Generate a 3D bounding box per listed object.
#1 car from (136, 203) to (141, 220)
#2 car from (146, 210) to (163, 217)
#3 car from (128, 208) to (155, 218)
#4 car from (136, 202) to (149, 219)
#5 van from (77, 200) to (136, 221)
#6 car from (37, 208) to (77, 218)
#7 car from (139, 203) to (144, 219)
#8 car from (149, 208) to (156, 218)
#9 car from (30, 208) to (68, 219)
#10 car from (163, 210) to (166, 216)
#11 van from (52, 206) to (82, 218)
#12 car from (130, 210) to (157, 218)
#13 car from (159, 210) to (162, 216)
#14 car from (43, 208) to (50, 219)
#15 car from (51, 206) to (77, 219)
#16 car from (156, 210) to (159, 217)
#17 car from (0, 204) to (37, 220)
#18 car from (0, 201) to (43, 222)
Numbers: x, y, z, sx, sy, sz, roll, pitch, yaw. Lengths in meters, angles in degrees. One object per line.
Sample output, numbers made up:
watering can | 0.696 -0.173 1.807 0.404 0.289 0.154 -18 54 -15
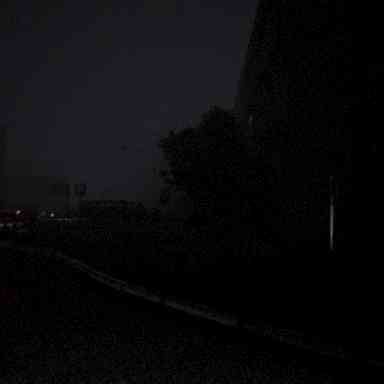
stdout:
car | -7.889 2.131 32.952 4.792 1.488 2.163 0 -3 -2
car | -10.556 6.122 94.203 4.553 1.767 2.185 0 -4 -2
car | -9.163 3.846 60.788 4.553 1.767 2.185 0 -4 -2
car | -8.188 2.204 38.519 5.566 2.045 2.435 0 -4 -2
van | -7.680 1.730 30.190 4.442 1.987 1.878 0 -3 -2
car | -20.894 3.310 51.754 5.366 1.575 1.946 0 -4 -2
car | -8.042 2.273 35.777 5.008 1.535 2.097 0 -4 -3
car | -8.460 3.211 49.649 5.366 1.575 1.946 0 -4 -2
car | -20.950 3.154 48.836 4.674 1.452 2.002 0 -4 -2
car | -10.317 5.618 88.644 5.566 2.045 2.435 0 -4 -2
van | -21.432 3.457 57.195 4.442 1.987 1.878 0 -4 -2
car | -9.259 4.163 63.563 4.892 1.521 2.231 0 -4 -2
car | -9.627 4.739 72.042 5.008 1.535 2.097 0 -4 -2
car | -20.779 2.550 40.610 5.366 1.575 1.946 0 -4 -2
car | -16.109 2.776 43.254 1.837 1.490 4.892 0 -4 -2
car | -8.703 3.591 55.219 5.366 1.575 1.946 0 -4 -2
car | -20.435 2.231 37.718 4.553 1.767 2.185 0 -4 -2
car | -15.530 1.771 29.686 2.097 1.767 4.553 0 -3 -2
